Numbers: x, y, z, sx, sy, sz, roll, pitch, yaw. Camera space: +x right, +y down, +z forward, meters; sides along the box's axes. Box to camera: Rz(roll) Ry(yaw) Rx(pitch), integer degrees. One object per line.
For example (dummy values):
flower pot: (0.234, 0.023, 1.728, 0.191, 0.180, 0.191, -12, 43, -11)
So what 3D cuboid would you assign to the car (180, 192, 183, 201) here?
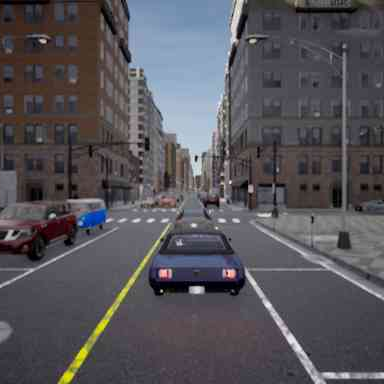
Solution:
car: (-3.089, 1.212, 58.836, 1.837, 1.490, 4.892, 0, 0, 0)

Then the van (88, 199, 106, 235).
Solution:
van: (-5.865, 1.279, 18.016, 1.690, 1.788, 3.998, 0, 0, 0)

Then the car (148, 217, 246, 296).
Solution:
car: (0.096, 1.572, 8.553, 1.895, 1.301, 4.718, 0, 0, 0)

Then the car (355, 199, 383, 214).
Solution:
car: (18.277, 1.415, 32.485, 4.181, 1.385, 1.994, 0, 0, 1)

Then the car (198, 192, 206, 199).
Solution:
car: (2.636, 0.824, 90.259, 2.192, 1.841, 5.009, 0, 0, 0)

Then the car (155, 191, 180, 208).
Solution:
car: (-3.165, 1.150, 43.667, 2.097, 1.767, 4.553, 0, 0, 2)

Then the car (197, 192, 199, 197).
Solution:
car: (2.642, 1.141, 73.461, 1.752, 1.417, 4.829, 0, 0, 0)

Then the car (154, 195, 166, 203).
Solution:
car: (-5.880, 1.213, 61.827, 1.752, 1.417, 4.829, 0, 0, 0)

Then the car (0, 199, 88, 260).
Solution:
car: (-5.863, 1.274, 12.375, 2.192, 1.841, 5.009, 0, 0, 0)

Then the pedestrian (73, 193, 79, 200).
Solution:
pedestrian: (-12.565, 0.976, 35.978, 0.375, 1.860, 0.375, 0, 0, 1)

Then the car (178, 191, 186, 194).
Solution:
car: (-3.028, 0.834, 74.440, 2.150, 2.045, 5.566, 0, 0, 0)

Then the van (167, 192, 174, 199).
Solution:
van: (-5.890, 0.850, 90.270, 1.690, 1.788, 3.998, 0, 0, 0)

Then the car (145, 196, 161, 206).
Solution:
car: (-5.876, 1.320, 50.688, 1.947, 1.339, 4.313, 0, 0, 0)

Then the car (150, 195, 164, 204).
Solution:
car: (-5.878, 1.247, 56.172, 1.752, 1.417, 4.829, 0, 0, 0)

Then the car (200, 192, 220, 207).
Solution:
car: (2.653, 1.103, 45.007, 2.192, 1.841, 5.009, 0, 0, 0)

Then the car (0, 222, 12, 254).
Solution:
car: (-5.861, 1.543, 6.735, 1.947, 1.339, 4.313, 0, 0, 0)

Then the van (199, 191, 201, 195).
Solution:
van: (2.646, 1.027, 61.977, 1.690, 1.788, 3.998, 0, 0, 0)

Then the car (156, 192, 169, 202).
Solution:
car: (-5.882, 0.967, 67.651, 2.192, 1.841, 5.009, 0, 0, 0)

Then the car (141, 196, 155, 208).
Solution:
car: (-5.874, 1.314, 44.862, 1.752, 1.417, 4.829, 0, 0, 0)

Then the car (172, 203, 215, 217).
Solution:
car: (0.089, 1.504, 17.410, 1.994, 1.385, 4.181, 0, 0, 0)
